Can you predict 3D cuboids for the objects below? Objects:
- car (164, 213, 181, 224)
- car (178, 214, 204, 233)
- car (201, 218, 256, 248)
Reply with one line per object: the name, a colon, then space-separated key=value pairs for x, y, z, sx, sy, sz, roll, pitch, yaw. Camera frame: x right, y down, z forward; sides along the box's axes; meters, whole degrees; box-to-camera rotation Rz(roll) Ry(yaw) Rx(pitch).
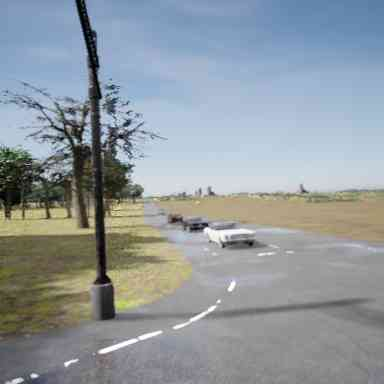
car: x=-2.025 y=3.371 z=42.395 sx=1.895 sy=1.301 sz=4.718 roll=-2 pitch=-2 yaw=-10
car: x=0.321 y=2.819 z=29.510 sx=1.895 sy=1.301 sz=4.718 roll=-2 pitch=-2 yaw=-10
car: x=2.135 y=2.422 z=19.582 sx=1.895 sy=1.301 sz=4.718 roll=-2 pitch=-2 yaw=-11
